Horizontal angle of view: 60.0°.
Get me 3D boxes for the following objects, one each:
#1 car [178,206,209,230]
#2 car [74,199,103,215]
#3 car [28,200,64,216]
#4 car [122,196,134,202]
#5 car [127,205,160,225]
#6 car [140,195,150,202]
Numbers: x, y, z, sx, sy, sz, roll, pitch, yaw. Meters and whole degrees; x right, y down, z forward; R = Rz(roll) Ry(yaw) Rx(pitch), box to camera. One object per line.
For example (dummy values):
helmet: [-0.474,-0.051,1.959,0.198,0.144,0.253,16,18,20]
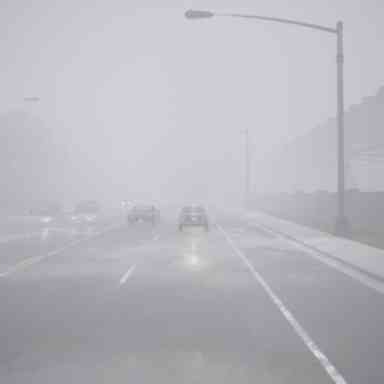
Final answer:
car: [0.097,1.562,21.093,2.033,1.411,5.357,0,0,0]
car: [-10.589,1.528,34.184,1.837,1.490,4.892,0,0,0]
car: [-14.090,1.526,32.455,1.837,1.490,4.892,0,0,0]
car: [-14.008,1.588,73.070,1.895,1.301,4.718,0,0,0]
car: [-3.402,1.617,24.259,1.895,1.301,4.718,0,0,0]
car: [-10.508,1.462,74.914,2.033,1.411,5.357,0,0,0]
